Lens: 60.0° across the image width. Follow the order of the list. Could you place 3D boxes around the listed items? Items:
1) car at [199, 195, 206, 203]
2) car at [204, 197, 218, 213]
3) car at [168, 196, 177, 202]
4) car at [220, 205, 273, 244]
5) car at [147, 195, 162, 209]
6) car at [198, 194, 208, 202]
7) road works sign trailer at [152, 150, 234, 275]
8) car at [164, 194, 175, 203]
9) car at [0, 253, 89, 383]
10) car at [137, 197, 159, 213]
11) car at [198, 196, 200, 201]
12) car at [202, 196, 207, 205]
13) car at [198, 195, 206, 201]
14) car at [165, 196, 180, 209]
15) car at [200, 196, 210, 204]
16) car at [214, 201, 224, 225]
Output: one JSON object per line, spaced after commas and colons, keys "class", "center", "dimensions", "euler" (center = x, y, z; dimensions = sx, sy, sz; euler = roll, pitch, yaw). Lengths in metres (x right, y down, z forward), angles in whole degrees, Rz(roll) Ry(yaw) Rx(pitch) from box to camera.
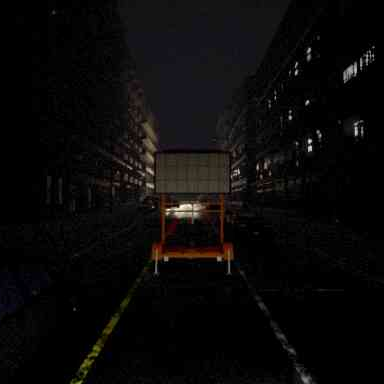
{"class": "car", "center": [2.712, 1.677, 60.062], "dimensions": [1.887, 1.381, 4.507], "euler": [1, 0, 0]}
{"class": "car", "center": [2.665, 1.609, 37.939], "dimensions": [1.887, 1.381, 4.507], "euler": [1, 0, 0]}
{"class": "car", "center": [-5.110, 1.821, 87.793], "dimensions": [1.947, 1.339, 4.313], "euler": [1, 0, 0]}
{"class": "car", "center": [2.618, 1.562, 15.816], "dimensions": [1.887, 1.381, 4.507], "euler": [1, 0, 0]}
{"class": "car", "center": [-5.197, 1.393, 43.551], "dimensions": [2.192, 1.841, 5.009], "euler": [2, 0, 0]}
{"class": "car", "center": [2.730, 1.542, 82.187], "dimensions": [2.192, 1.841, 5.009], "euler": [1, 0, 0]}
{"class": "road works sign trailer", "center": [0.019, 0.474, 10.490], "dimensions": [2.380, 3.560, 2.880], "euler": [0, 0, 0]}
{"class": "car", "center": [-5.127, 1.517, 76.732], "dimensions": [2.192, 1.841, 5.009], "euler": [1, 0, 0]}
{"class": "car", "center": [-2.841, 1.550, 3.999], "dimensions": [2.033, 1.411, 5.357], "euler": [0, 0, 0]}
{"class": "car", "center": [-5.215, 1.589, 37.849], "dimensions": [1.752, 1.417, 4.829], "euler": [2, 0, 0]}
{"class": "car", "center": [2.724, 1.699, 65.592], "dimensions": [1.887, 1.381, 4.507], "euler": [1, 0, 0]}
{"class": "car", "center": [2.677, 1.629, 43.470], "dimensions": [2.008, 1.369, 4.403], "euler": [1, 0, 0]}
{"class": "car", "center": [2.750, 1.724, 93.249], "dimensions": [1.967, 1.590, 4.097], "euler": [1, 0, 0]}
{"class": "car", "center": [-2.746, 1.651, 46.675], "dimensions": [1.994, 1.385, 4.181], "euler": [0, 0, 0]}
{"class": "car", "center": [2.746, 1.618, 71.124], "dimensions": [1.967, 1.590, 4.097], "euler": [1, 0, 0]}
{"class": "car", "center": [2.631, 1.552, 21.519], "dimensions": [1.752, 1.417, 4.829], "euler": [1, 0, 0]}
